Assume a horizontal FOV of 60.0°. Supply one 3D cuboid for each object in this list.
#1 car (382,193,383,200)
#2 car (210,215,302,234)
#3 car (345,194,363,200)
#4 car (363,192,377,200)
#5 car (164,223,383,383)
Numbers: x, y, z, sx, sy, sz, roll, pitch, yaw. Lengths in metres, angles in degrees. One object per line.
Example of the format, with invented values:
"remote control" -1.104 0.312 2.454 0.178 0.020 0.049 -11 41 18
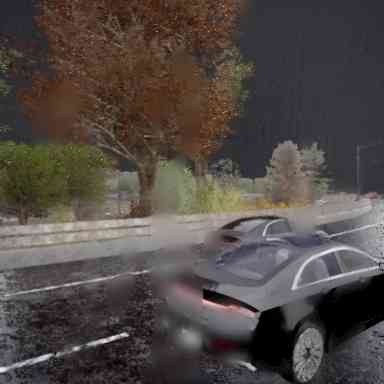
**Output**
"car" 48.078 0.865 81.041 2.150 2.045 5.566 0 0 18
"car" 2.575 1.507 10.527 4.892 1.490 1.837 0 0 -40
"car" 40.008 1.171 83.196 1.882 1.535 5.008 0 0 2
"car" 43.495 1.223 82.891 1.994 1.385 4.181 0 0 2
"car" 1.873 1.490 5.430 4.902 1.511 2.128 0 0 -39
